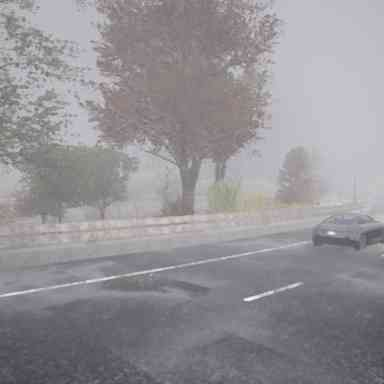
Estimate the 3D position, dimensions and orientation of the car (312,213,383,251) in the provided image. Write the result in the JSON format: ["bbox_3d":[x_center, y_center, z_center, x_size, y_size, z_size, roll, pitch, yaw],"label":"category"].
[{"bbox_3d":[6.986,1.597,14.500,4.181,1.385,1.994,0,0,-43],"label":"car"}]
